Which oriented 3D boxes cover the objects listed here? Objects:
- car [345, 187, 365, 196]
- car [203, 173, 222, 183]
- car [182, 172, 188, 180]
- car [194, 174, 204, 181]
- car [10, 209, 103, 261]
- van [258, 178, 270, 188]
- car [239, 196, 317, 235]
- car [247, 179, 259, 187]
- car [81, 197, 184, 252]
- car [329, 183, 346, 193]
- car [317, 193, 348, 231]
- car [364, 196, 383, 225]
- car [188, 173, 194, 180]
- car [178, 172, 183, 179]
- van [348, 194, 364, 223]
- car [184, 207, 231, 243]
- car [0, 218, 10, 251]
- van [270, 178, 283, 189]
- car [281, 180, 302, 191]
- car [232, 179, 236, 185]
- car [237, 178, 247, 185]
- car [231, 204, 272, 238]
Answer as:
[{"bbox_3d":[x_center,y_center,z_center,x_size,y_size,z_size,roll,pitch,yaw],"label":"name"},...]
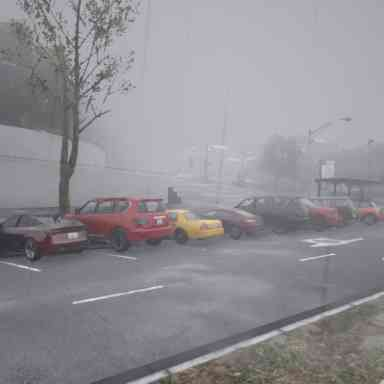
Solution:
[{"bbox_3d":[26.258,0.136,52.955,2.002,1.452,4.674,7,3,35],"label":"car"},{"bbox_3d":[5.599,-3.176,82.660,1.946,1.575,5.366,7,3,34],"label":"car"},{"bbox_3d":[0.220,-4.085,89.853,2.185,1.767,4.553,4,1,33],"label":"car"},{"bbox_3d":[3.747,-3.699,84.919,2.435,2.045,5.566,7,3,34],"label":"car"},{"bbox_3d":[-5.871,1.523,12.363,4.792,1.488,2.163,-1,-1,35],"label":"car"},{"bbox_3d":[15.860,-1.764,67.642,1.878,1.987,4.442,7,4,35],"label":"van"},{"bbox_3d":[3.924,1.262,19.326,5.566,2.045,2.435,-1,-1,35],"label":"car"},{"bbox_3d":[14.284,-1.812,70.372,1.946,1.575,5.366,7,3,35],"label":"car"},{"bbox_3d":[-3.427,1.247,14.109,5.566,2.045,2.435,-1,-1,34],"label":"car"},{"bbox_3d":[24.566,-0.427,55.427,2.435,2.045,5.566,7,3,35],"label":"car"},{"bbox_3d":[6.436,1.266,21.032,5.566,2.045,2.435,-1,-1,35],"label":"car"},{"bbox_3d":[11.382,1.402,24.455,4.553,1.767,2.185,-1,-1,35],"label":"car"},{"bbox_3d":[1.951,-3.851,87.384,2.185,1.767,4.553,6,3,34],"label":"car"},{"bbox_3d":[-1.553,-4.363,92.200,2.435,2.045,5.566,1,-1,34],"label":"car"},{"bbox_3d":[8.974,1.296,22.703,4.442,1.987,1.878,-1,-1,35],"label":"van"},{"bbox_3d":[-1.108,1.502,15.938,5.366,1.575,1.946,-1,-1,35],"label":"car"},{"bbox_3d":[-8.290,1.492,10.615,4.892,1.521,2.231,-1,-1,34],"label":"car"},{"bbox_3d":[17.590,-1.491,65.171,1.878,1.987,4.442,7,4,35],"label":"van"},{"bbox_3d":[19.352,-0.993,62.810,2.231,1.521,4.892,7,3,35],"label":"car"},{"bbox_3d":[10.708,-2.317,75.153,2.002,1.452,4.674,7,3,35],"label":"car"},{"bbox_3d":[12.452,-2.044,72.692,2.002,1.452,4.674,7,4,35],"label":"car"},{"bbox_3d":[1.497,1.548,17.567,4.674,1.452,2.002,-1,-1,35],"label":"car"}]
